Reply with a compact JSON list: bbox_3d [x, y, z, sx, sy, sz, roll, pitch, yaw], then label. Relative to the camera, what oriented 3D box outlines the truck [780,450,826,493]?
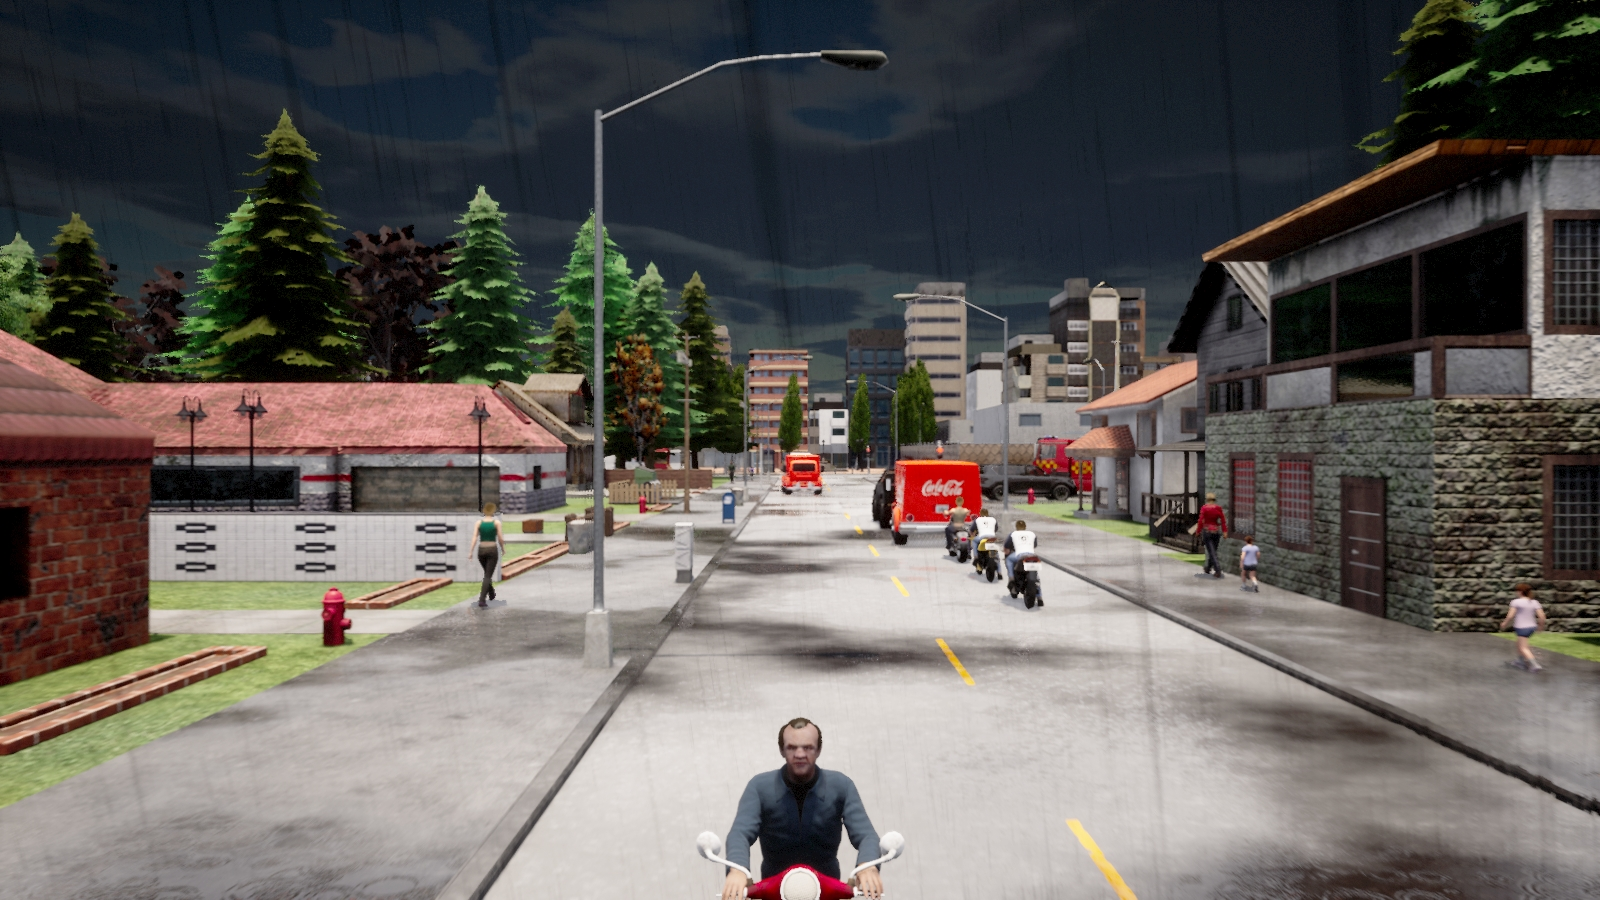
[{"bbox_3d":[0.136,1.312,71.855,2.627,2.467,5.204,0,1,-2],"label":"truck"}]

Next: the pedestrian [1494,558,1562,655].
[{"bbox_3d":[8.876,1.898,13.938,0.500,1.100,0.500,0,0,-5],"label":"pedestrian"}]

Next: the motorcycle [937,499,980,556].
[{"bbox_3d":[4.009,1.942,29.070,0.764,1.277,2.356,0,0,0],"label":"motorcycle"}]

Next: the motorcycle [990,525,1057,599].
[{"bbox_3d":[4.006,1.987,20.618,0.803,1.145,2.033,0,0,0],"label":"motorcycle"}]

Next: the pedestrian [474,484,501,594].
[{"bbox_3d":[-5.356,1.518,19.574,0.375,1.860,0.375,0,0,-2],"label":"pedestrian"}]

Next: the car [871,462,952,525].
[{"bbox_3d":[4.006,1.522,42.335,2.390,2.098,6.274,0,0,0],"label":"car"}]

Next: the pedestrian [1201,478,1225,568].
[{"bbox_3d":[8.644,1.516,23.918,0.375,1.860,0.375,0,0,2],"label":"pedestrian"}]

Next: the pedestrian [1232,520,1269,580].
[{"bbox_3d":[8.562,1.898,21.720,0.500,1.100,0.500,0,0,2],"label":"pedestrian"}]

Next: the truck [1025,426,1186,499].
[{"bbox_3d":[17.581,0.663,66.017,8.468,3.827,2.891,2,0,27],"label":"truck"}]

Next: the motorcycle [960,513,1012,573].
[{"bbox_3d":[4.005,1.986,24.734,0.803,1.145,2.033,0,0,0],"label":"motorcycle"}]

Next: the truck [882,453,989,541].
[{"bbox_3d":[4.012,1.338,34.781,2.627,2.467,5.204,0,0,0],"label":"truck"}]
